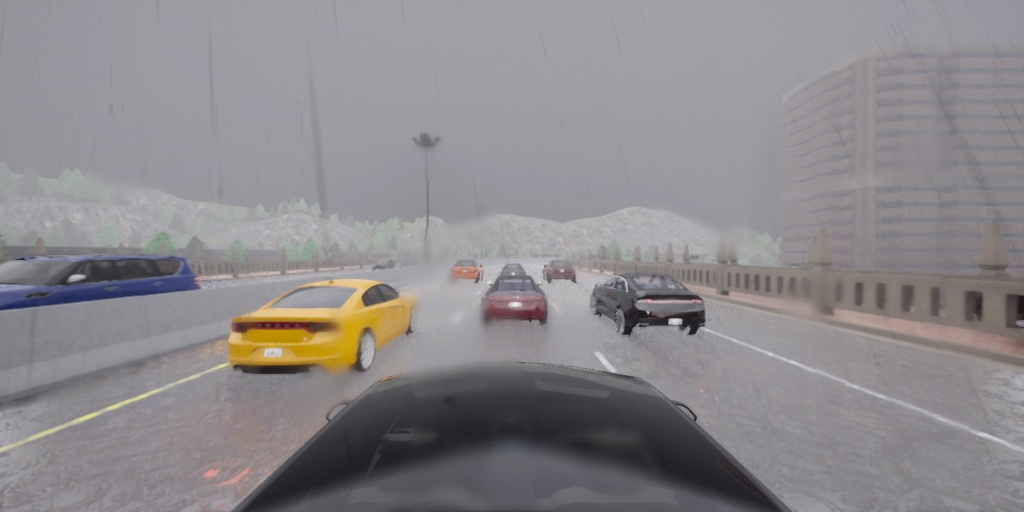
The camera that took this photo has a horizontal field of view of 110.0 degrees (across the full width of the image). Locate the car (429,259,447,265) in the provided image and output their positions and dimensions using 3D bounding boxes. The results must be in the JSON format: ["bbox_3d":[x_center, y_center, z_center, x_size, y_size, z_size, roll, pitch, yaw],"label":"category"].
[{"bbox_3d":[-10.560,1.206,51.469,1.837,1.490,4.892,0,0,1],"label":"car"}]

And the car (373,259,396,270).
[{"bbox_3d":[-17.579,1.206,49.731,1.837,1.490,4.892,0,0,0],"label":"car"}]

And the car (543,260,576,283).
[{"bbox_3d":[3.591,1.076,27.857,2.097,1.767,4.553,0,0,0],"label":"car"}]

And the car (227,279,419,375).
[{"bbox_3d":[-3.403,1.222,7.581,1.882,1.535,5.008,0,0,0],"label":"car"}]

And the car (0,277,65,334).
[{"bbox_3d":[-14.102,1.307,8.430,1.994,1.385,4.181,0,0,0],"label":"car"}]

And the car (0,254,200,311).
[{"bbox_3d":[-10.602,0.965,8.655,2.150,2.045,5.566,0,0,0],"label":"car"}]

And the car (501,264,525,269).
[{"bbox_3d":[0.092,1.287,28.836,1.994,1.385,4.181,0,0,0],"label":"car"}]

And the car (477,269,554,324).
[{"bbox_3d":[0.096,1.304,11.897,1.994,1.385,4.181,0,0,0],"label":"car"}]

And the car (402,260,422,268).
[{"bbox_3d":[-14.071,1.264,50.539,1.994,1.385,4.181,0,0,1],"label":"car"}]

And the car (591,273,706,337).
[{"bbox_3d":[3.597,1.233,10.321,2.128,1.511,4.902,0,0,0],"label":"car"}]

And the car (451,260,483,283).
[{"bbox_3d":[-3.410,1.075,27.958,2.097,1.767,4.553,0,0,0],"label":"car"}]
